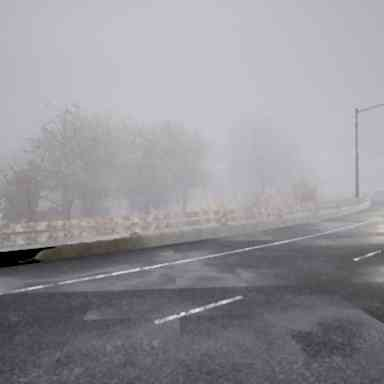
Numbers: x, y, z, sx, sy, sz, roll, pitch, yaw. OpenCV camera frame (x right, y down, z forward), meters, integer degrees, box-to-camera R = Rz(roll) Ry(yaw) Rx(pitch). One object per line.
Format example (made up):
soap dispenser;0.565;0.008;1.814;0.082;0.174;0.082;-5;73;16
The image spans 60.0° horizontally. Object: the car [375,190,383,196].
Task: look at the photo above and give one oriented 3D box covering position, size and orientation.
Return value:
car;46.617;0.289;80.895;2.033;1.411;5.357;-1;0;5
